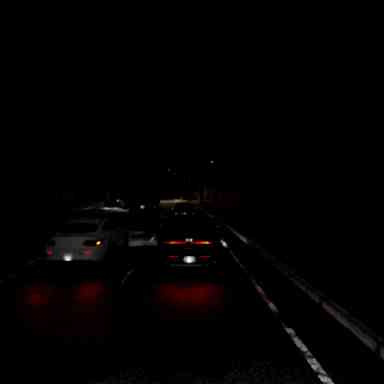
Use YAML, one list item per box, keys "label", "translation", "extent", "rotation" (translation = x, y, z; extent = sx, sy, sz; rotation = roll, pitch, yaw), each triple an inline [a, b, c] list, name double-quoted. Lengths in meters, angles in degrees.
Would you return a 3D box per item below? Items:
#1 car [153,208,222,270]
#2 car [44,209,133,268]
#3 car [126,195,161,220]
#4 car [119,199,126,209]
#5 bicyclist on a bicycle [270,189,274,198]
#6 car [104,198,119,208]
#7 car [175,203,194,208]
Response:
- label: "car"
  translation: [-0.104, 1.503, 11.009]
  extent: [1.837, 1.490, 4.892]
  rotation: [0, 0, -1]
- label: "car"
  translation: [-3.357, 1.525, 11.212]
  extent: [1.812, 1.442, 4.674]
  rotation: [0, 0, -1]
- label: "car"
  translation: [-3.942, 1.241, 28.327]
  extent: [2.150, 2.045, 5.566]
  rotation: [0, 0, -2]
- label: "car"
  translation: [-8.460, 1.543, 46.027]
  extent: [1.882, 1.535, 5.008]
  rotation: [0, 0, -4]
- label: "bicyclist on a bicycle"
  translation: [15.021, 0.346, 62.390]
  extent: [0.582, 1.620, 1.656]
  rotation: [-2, 0, -6]
- label: "car"
  translation: [-12.086, 1.630, 51.010]
  extent: [2.033, 1.411, 5.357]
  rotation: [0, 0, -4]
- label: "car"
  translation: [-0.594, 1.560, 25.843]
  extent: [2.033, 1.411, 5.357]
  rotation: [0, 0, -2]
